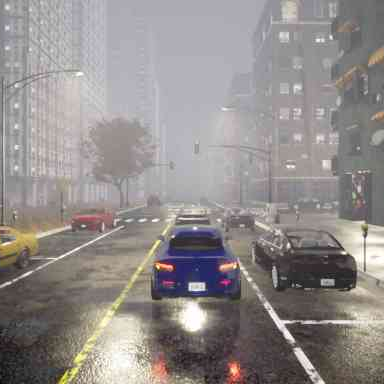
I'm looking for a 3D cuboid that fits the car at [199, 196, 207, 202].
[{"bbox_3d":[2.535,1.598,79.990,1.752,1.417,4.829,0,0,0],"label":"car"}]

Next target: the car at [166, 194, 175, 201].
[{"bbox_3d":[-5.867,1.409,90.850,2.192,1.841,5.009,0,0,0],"label":"car"}]

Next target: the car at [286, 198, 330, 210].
[{"bbox_3d":[13.352,1.359,39.245,4.403,1.369,2.008,-1,1,-1],"label":"car"}]

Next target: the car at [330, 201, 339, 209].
[{"bbox_3d":[18.749,1.259,39.310,4.829,1.417,1.752,-1,1,-1],"label":"car"}]

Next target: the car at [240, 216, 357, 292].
[{"bbox_3d":[2.676,1.551,8.752,2.008,1.369,4.403,0,0,0],"label":"car"}]

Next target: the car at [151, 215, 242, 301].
[{"bbox_3d":[0.078,1.526,8.232,1.812,1.442,4.674,0,0,0],"label":"car"}]

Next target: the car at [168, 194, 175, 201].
[{"bbox_3d":[-5.856,1.649,85.328,1.947,1.339,4.313,0,0,0],"label":"car"}]

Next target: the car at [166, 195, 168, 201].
[{"bbox_3d":[-5.802,1.607,57.713,1.947,1.339,4.313,0,0,0],"label":"car"}]

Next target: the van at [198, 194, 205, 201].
[{"bbox_3d":[2.524,1.424,85.344,1.690,1.788,3.998,0,0,0],"label":"van"}]

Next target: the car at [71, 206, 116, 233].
[{"bbox_3d":[-5.726,1.549,19.802,1.887,1.381,4.507,0,0,0],"label":"car"}]

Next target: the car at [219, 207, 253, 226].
[{"bbox_3d":[2.654,1.555,19.818,2.008,1.369,4.403,0,0,0],"label":"car"}]

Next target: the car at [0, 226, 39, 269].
[{"bbox_3d":[-5.704,1.526,8.566,1.752,1.417,4.829,0,0,0],"label":"car"}]

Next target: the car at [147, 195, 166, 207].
[{"bbox_3d":[-5.791,1.349,52.190,2.192,1.841,5.009,0,0,0],"label":"car"}]

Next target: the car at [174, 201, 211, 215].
[{"bbox_3d":[0.045,1.495,18.334,2.128,1.511,4.902,0,0,0],"label":"car"}]

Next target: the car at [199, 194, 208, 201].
[{"bbox_3d":[2.547,1.629,74.298,1.947,1.339,4.313,0,0,0],"label":"car"}]
